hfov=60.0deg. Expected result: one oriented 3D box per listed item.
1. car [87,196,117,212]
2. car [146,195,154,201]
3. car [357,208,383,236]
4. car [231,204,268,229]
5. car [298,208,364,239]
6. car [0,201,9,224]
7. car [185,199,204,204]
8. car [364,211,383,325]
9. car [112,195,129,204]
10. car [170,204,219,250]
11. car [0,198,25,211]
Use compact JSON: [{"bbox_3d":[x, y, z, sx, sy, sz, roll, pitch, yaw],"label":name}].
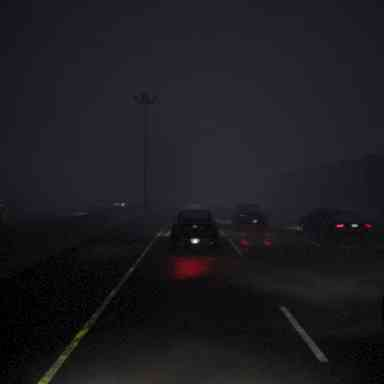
[{"bbox_3d":[-10.338,1.472,37.601,1.812,1.442,4.674,0,0,2],"label":"car"},{"bbox_3d":[-9.803,1.367,75.727,1.882,1.535,5.008,0,0,0],"label":"car"},{"bbox_3d":[10.615,1.577,17.121,1.895,1.301,4.718,0,0,0],"label":"car"},{"bbox_3d":[3.635,1.496,21.418,1.812,1.442,4.674,0,0,0],"label":"car"},{"bbox_3d":[7.115,1.523,17.052,2.033,1.411,5.357,0,0,0],"label":"car"},{"bbox_3d":[-14.065,1.533,21.333,1.994,1.385,4.181,0,0,0],"label":"car"},{"bbox_3d":[0.256,1.478,33.730,1.812,1.442,4.674,0,0,1],"label":"car"},{"bbox_3d":[3.601,1.219,2.045,2.150,2.045,5.566,0,0,0],"label":"car"},{"bbox_3d":[-13.289,1.474,62.879,1.994,1.385,4.181,0,0,1],"label":"car"},{"bbox_3d":[0.113,1.485,14.283,1.837,1.490,4.892,0,0,0],"label":"car"},{"bbox_3d":[-20.857,1.424,37.655,1.882,1.535,5.008,0,0,2],"label":"car"}]
